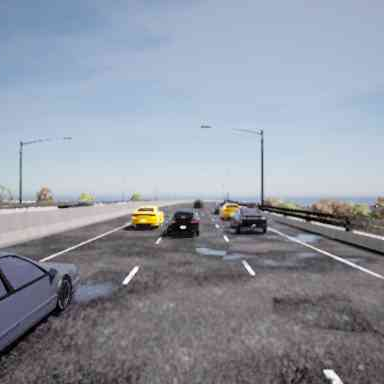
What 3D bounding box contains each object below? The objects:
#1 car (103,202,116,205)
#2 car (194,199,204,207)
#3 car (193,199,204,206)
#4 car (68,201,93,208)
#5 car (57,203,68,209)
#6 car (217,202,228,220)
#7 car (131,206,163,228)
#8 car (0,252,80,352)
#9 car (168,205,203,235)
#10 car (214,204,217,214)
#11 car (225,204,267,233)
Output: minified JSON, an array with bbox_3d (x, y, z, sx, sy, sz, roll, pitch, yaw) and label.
[{"bbox_3d":[-13.320,2.315,53.654,2.033,1.411,5.357,0,-1,2],"label":"car"},{"bbox_3d":[1.600,2.485,76.522,2.097,1.767,4.553,0,-1,2],"label":"car"},{"bbox_3d":[1.178,2.419,63.487,1.837,1.490,4.892,0,-3,2],"label":"car"},{"bbox_3d":[-16.883,2.212,51.529,1.882,1.535,5.008,0,-1,2],"label":"car"},{"bbox_3d":[-20.292,2.380,54.381,1.895,1.301,4.718,0,-1,2],"label":"car"},{"bbox_3d":[3.767,1.918,32.611,1.882,1.535,5.008,0,-1,1],"label":"car"},{"bbox_3d":[-3.244,1.806,24.837,1.882,1.535,5.008,0,-1,1],"label":"car"},{"bbox_3d":[-3.393,1.611,4.870,2.033,1.411,5.357,0,-1,0],"label":"car"},{"bbox_3d":[-0.401,1.793,20.480,1.812,1.442,4.674,0,-1,2],"label":"car"},{"bbox_3d":[3.995,2.038,43.531,2.033,1.649,4.856,0,-1,1],"label":"car"},{"bbox_3d":[3.609,1.777,21.690,2.128,1.511,4.902,0,-1,1],"label":"car"}]
